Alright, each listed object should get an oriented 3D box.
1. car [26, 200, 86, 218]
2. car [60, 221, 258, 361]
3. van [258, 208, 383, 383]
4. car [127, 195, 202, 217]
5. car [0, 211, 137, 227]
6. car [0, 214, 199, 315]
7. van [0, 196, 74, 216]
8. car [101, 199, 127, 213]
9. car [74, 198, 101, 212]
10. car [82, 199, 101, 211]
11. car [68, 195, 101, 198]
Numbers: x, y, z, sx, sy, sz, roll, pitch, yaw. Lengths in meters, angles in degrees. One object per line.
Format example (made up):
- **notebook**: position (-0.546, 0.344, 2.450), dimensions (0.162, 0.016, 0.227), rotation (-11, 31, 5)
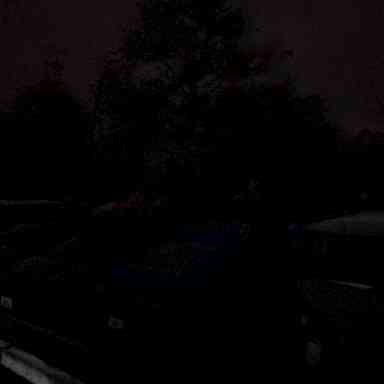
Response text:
- **car**: position (-12.749, 1.556, 31.466), dimensions (2.163, 1.488, 4.792), rotation (0, 0, 35)
- **car**: position (0.474, 1.478, 6.145), dimensions (2.097, 1.535, 5.008), rotation (0, 0, 35)
- **van**: position (2.703, 1.249, 4.442), dimensions (1.878, 1.987, 4.442), rotation (0, 0, 35)
- **car**: position (-1.492, 1.241, 23.485), dimensions (2.435, 2.045, 5.566), rotation (0, 0, 35)
- **car**: position (-4.127, 1.514, 9.349), dimensions (2.163, 1.488, 4.792), rotation (0, 0, 35)
- **car**: position (-1.834, 1.511, 7.737), dimensions (2.163, 1.488, 4.792), rotation (0, 0, 35)
- **van**: position (-6.471, 1.262, 10.890), dimensions (1.878, 1.987, 4.442), rotation (0, 0, 35)
- **car**: position (-3.670, 1.244, 25.015), dimensions (2.435, 2.045, 5.566), rotation (0, 0, 35)
- **car**: position (-8.212, 1.508, 28.236), dimensions (2.097, 1.535, 5.008), rotation (0, 0, 35)
- **car**: position (-6.033, 1.541, 26.708), dimensions (2.002, 1.452, 4.674), rotation (0, 0, 35)
- **car**: position (-10.506, 1.265, 29.820), dimensions (2.435, 2.045, 5.566), rotation (0, 0, 35)
